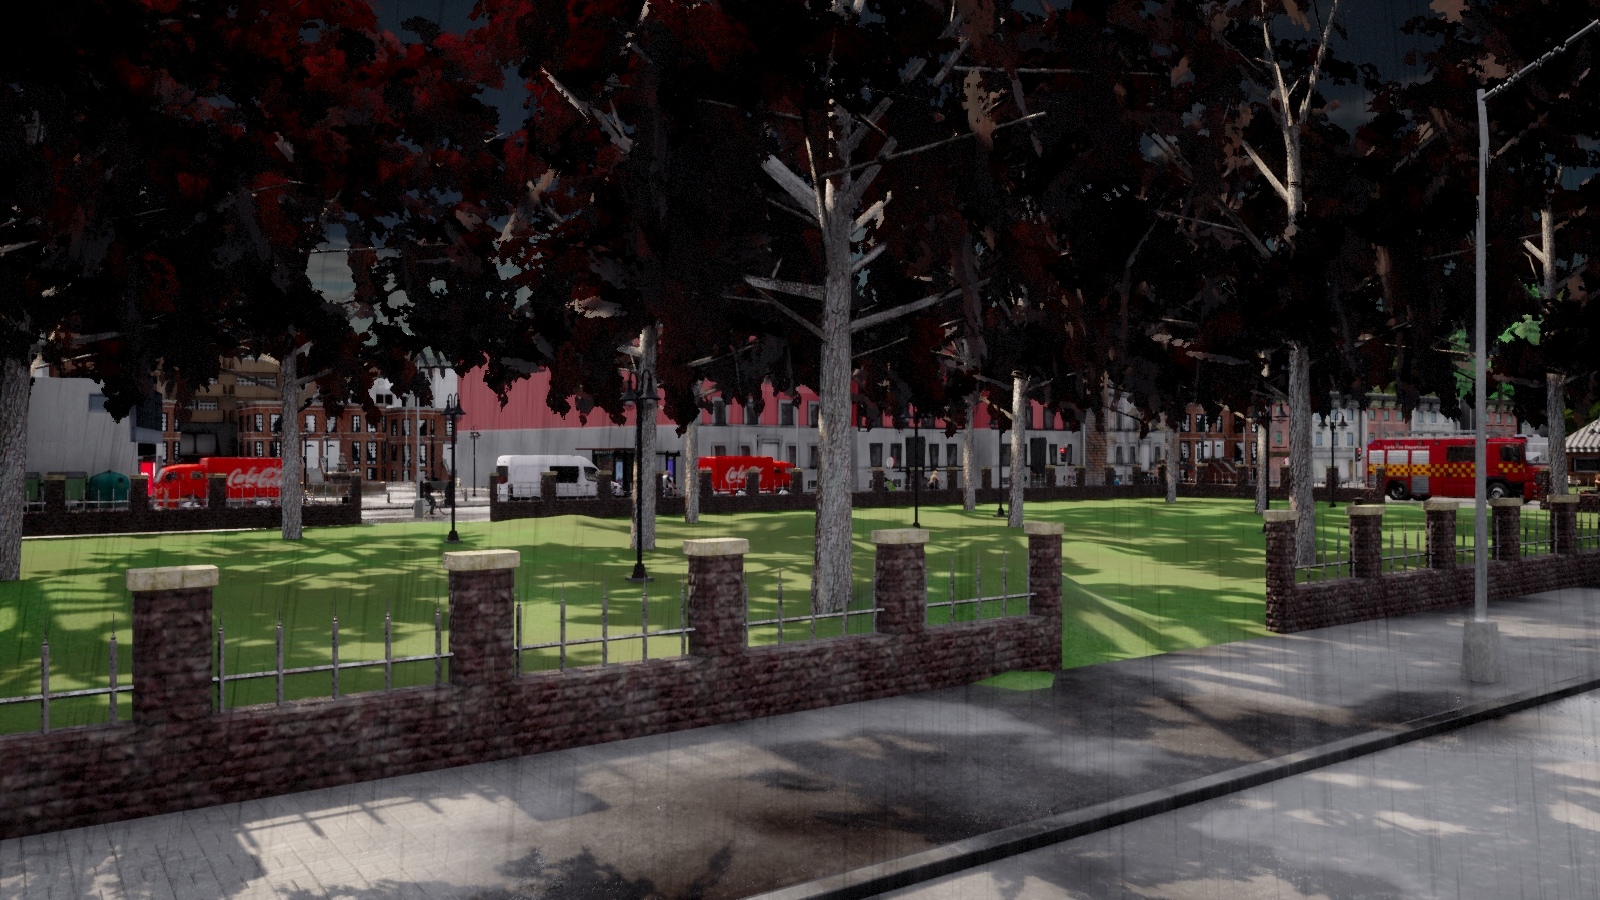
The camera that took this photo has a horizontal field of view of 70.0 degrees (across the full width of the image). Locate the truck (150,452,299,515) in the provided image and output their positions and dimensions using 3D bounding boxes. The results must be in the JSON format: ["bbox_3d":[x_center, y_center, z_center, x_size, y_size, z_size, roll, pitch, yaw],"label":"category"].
[{"bbox_3d":[-24.027,1.344,47.749,5.204,2.467,2.627,0,0,-35],"label":"truck"}]

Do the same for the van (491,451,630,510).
[{"bbox_3d":[-10.854,1.306,52.106,5.915,2.561,1.988,0,0,-35],"label":"van"}]

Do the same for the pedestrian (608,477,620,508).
[{"bbox_3d":[-7.859,1.795,48.320,0.375,1.300,0.375,0,0,-35],"label":"pedestrian"}]

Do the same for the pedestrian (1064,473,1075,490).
[{"bbox_3d":[17.012,1.986,72.080,0.500,1.100,0.500,0,0,-39],"label":"pedestrian"}]

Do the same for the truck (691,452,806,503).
[{"bbox_3d":[-2.582,1.335,57.891,5.204,2.467,2.627,0,0,-35],"label":"truck"}]

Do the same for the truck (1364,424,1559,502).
[{"bbox_3d":[34.631,0.645,60.204,2.891,3.827,8.468,0,0,-34],"label":"truck"}]
